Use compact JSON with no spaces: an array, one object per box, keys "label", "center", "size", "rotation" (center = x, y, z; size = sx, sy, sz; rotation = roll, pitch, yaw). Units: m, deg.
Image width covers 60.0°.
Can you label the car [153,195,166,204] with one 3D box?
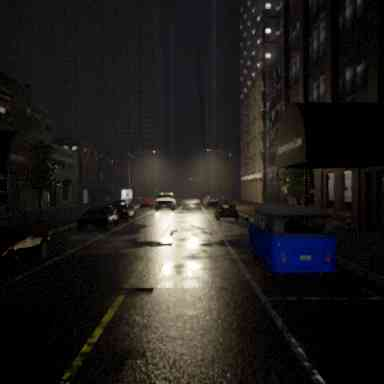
[{"label":"car","center":[-5.731,1.306,59.397],"size":[1.967,1.590,4.097],"rotation":[0,0,0]}]

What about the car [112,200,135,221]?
[{"label":"car","center":[-5.710,1.383,26.252],"size":[1.967,1.590,4.097],"rotation":[0,0,0]}]

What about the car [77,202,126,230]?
[{"label":"car","center":[-5.705,1.522,20.727],"size":[1.947,1.339,4.313],"rotation":[0,0,0]}]

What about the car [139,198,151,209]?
[{"label":"car","center":[-5.720,1.485,42.825],"size":[1.802,1.307,4.206],"rotation":[0,0,0]}]

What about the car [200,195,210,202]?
[{"label":"car","center":[2.643,1.373,70.454],"size":[1.887,1.381,4.507],"rotation":[0,0,0]}]

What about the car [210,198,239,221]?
[{"label":"car","center":[2.671,1.454,26.430],"size":[1.752,1.417,4.829],"rotation":[0,0,0]}]

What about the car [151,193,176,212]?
[{"label":"car","center":[-3.023,1.130,38.509],"size":[2.150,2.045,5.566],"rotation":[0,0,0]}]

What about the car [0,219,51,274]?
[{"label":"car","center":[-5.699,1.528,9.680],"size":[1.887,1.381,4.507],"rotation":[0,0,0]}]

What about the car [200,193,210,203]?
[{"label":"car","center":[2.653,1.389,54.051],"size":[1.752,1.417,4.829],"rotation":[0,0,0]}]

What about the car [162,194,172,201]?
[{"label":"car","center":[-5.742,1.271,75.969],"size":[1.967,1.590,4.097],"rotation":[0,0,0]}]

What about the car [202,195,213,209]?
[{"label":"car","center":[2.660,1.440,42.834],"size":[2.008,1.369,4.403],"rotation":[0,0,0]}]

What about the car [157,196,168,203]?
[{"label":"car","center":[-5.734,1.436,64.921],"size":[1.802,1.307,4.206],"rotation":[0,0,0]}]

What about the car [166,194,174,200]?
[{"label":"car","center":[-5.880,1.343,91.170],"size":[1.887,1.381,4.507],"rotation":[0,0,0]}]

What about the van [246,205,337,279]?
[{"label":"van","center":[2.679,1.311,9.688],"size":[1.690,1.788,3.998],"rotation":[0,0,0]}]

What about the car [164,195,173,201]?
[{"label":"car","center":[-5.803,1.385,81.492],"size":[1.947,1.339,4.313],"rotation":[0,0,0]}]

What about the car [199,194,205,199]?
[{"label":"car","center":[2.758,1.363,92.552],"size":[1.802,1.307,4.206],"rotation":[0,0,0]}]
